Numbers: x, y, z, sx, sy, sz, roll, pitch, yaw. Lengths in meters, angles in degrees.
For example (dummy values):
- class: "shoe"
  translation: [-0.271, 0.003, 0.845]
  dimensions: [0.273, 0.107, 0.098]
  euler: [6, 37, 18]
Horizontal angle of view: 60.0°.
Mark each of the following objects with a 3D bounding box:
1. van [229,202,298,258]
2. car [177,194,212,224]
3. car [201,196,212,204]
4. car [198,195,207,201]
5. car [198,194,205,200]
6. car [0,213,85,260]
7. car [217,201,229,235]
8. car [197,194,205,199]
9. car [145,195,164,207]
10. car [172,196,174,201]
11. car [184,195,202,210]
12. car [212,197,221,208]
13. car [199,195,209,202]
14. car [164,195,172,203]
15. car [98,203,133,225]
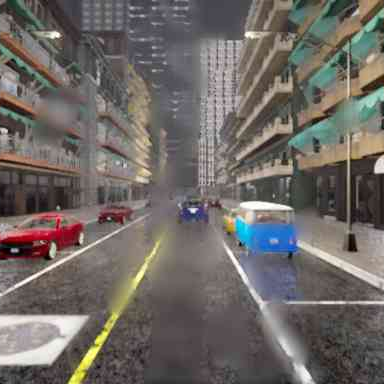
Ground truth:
- class: "van"
  translation: [2.560, 1.297, 12.243]
  dimensions: [1.690, 1.788, 3.998]
  euler: [0, 0, 0]
- class: "car"
  translation: [0.075, 1.270, 23.854]
  dimensions: [2.097, 1.767, 4.553]
  euler: [0, 0, 0]
- class: "car"
  translation: [2.508, 1.408, 57.762]
  dimensions: [1.802, 1.307, 4.206]
  euler: [0, 0, 0]
- class: "car"
  translation: [2.482, 1.352, 80.520]
  dimensions: [1.947, 1.339, 4.313]
  euler: [0, 0, 0]
- class: "car"
  translation: [2.476, 1.305, 86.380]
  dimensions: [1.752, 1.417, 4.829]
  euler: [0, 0, 0]
- class: "car"
  translation: [-5.322, 1.501, 12.226]
  dimensions: [1.887, 1.381, 4.507]
  euler: [0, 0, 0]
- class: "car"
  translation: [2.552, 1.461, 18.104]
  dimensions: [1.752, 1.417, 4.829]
  euler: [0, 0, 0]
- class: "car"
  translation: [2.470, 1.320, 91.898]
  dimensions: [1.887, 1.381, 4.507]
  euler: [0, 0, 0]
- class: "car"
  translation: [-5.359, 1.292, 46.365]
  dimensions: [1.967, 1.590, 4.097]
  euler: [0, 0, 0]
- class: "car"
  translation: [-5.398, 1.352, 80.505]
  dimensions: [1.947, 1.339, 4.313]
  euler: [0, 0, 0]
- class: "car"
  translation: [0.055, 1.217, 41.009]
  dimensions: [2.097, 1.767, 4.553]
  euler: [0, 0, 0]
- class: "car"
  translation: [2.528, 1.307, 40.691]
  dimensions: [1.967, 1.590, 4.097]
  euler: [0, 0, 0]
- class: "car"
  translation: [2.495, 1.385, 69.140]
  dimensions: [1.802, 1.307, 4.206]
  euler: [0, 0, 0]
- class: "car"
  translation: [-5.378, 1.255, 63.435]
  dimensions: [1.967, 1.590, 4.097]
  euler: [0, 0, 0]
- class: "car"
  translation: [-5.335, 1.463, 23.606]
  dimensions: [1.887, 1.381, 4.507]
  euler: [0, 0, 0]
